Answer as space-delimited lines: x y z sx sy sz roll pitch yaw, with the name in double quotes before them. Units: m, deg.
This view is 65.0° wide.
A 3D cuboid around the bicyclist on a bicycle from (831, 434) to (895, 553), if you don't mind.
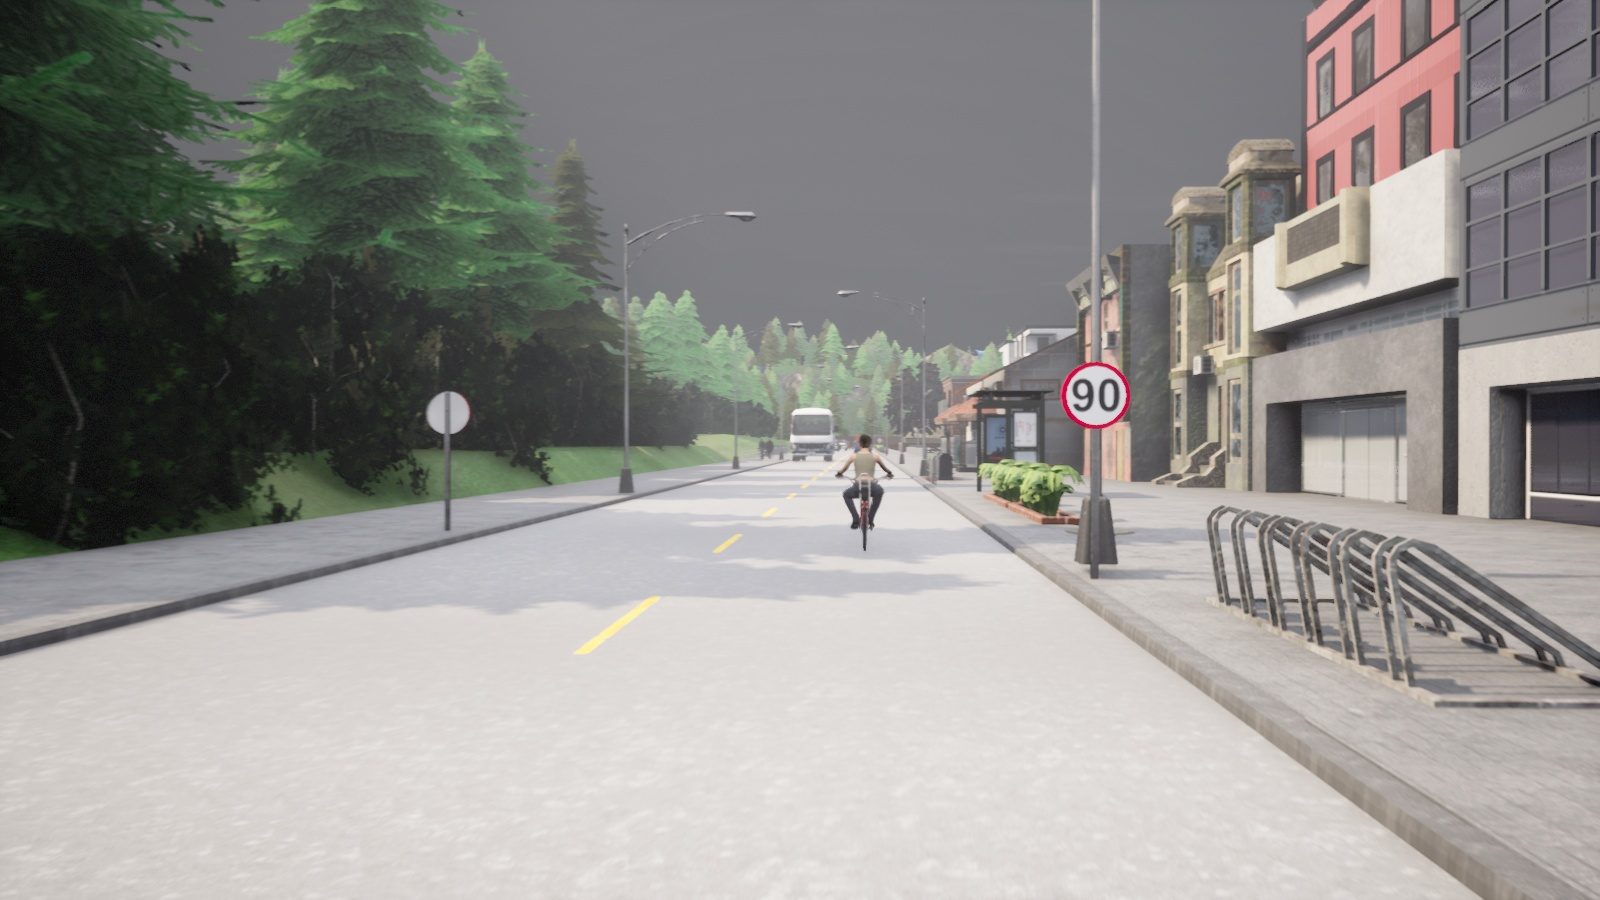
"bicyclist on a bicycle" 0.884 0.584 17.791 0.866 1.612 1.509 0 0 2
